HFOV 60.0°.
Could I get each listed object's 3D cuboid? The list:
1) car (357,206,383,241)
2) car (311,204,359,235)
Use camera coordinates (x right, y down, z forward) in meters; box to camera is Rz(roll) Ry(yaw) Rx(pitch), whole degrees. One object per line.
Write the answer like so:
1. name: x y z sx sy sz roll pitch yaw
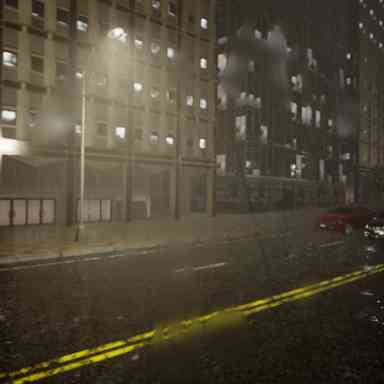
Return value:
1. car: 9.892 1.499 15.622 4.892 1.490 1.837 0 0 -40
2. car: 8.701 1.469 18.855 5.008 1.535 1.882 0 0 -40
